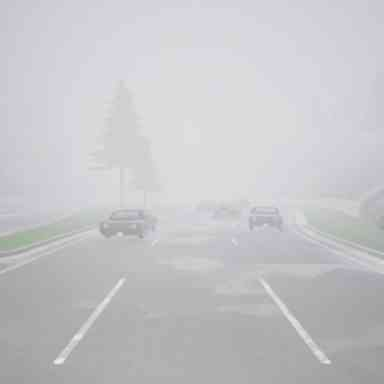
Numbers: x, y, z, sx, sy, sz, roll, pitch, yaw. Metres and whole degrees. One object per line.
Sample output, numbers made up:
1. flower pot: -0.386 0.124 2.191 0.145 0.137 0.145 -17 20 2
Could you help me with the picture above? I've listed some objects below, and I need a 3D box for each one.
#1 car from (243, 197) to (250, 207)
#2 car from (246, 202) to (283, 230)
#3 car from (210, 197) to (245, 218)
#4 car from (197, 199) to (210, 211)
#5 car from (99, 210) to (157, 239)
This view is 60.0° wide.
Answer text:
1. car: 6.357 1.375 42.083 1.812 1.442 4.674 0 0 6
2. car: 4.529 1.527 20.690 1.895 1.301 4.718 0 0 11
3. car: 3.107 1.424 28.505 1.812 1.442 4.674 0 0 15
4. car: 1.999 1.466 37.672 1.895 1.301 4.718 0 0 15
5. car: -3.026 1.540 16.921 1.895 1.301 4.718 0 0 4
